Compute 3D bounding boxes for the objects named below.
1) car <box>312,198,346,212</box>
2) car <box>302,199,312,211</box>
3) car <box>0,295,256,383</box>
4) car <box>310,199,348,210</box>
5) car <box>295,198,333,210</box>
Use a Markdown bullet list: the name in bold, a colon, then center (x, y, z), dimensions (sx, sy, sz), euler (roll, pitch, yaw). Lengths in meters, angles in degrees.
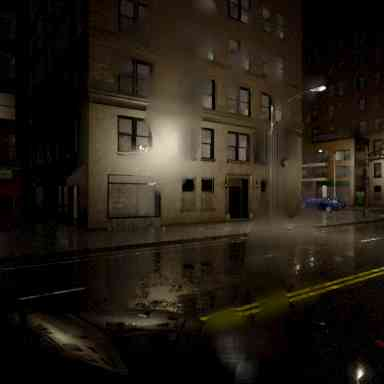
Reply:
- **car**: center (14.972, 1.469, 38.724), dimensions (1.882, 1.535, 5.008), euler (0, 0, -36)
- **car**: center (11.507, 1.421, 39.213), dimensions (1.967, 1.590, 4.097), euler (0, 0, -36)
- **car**: center (-1.581, 1.526, 2.308), dimensions (4.674, 1.442, 1.812), euler (0, 0, -36)
- **car**: center (18.037, 1.577, 43.876), dimensions (1.947, 1.339, 4.313), euler (0, 0, -36)
- **car**: center (15.645, 1.565, 42.847), dimensions (1.994, 1.385, 4.181), euler (0, 0, -35)
